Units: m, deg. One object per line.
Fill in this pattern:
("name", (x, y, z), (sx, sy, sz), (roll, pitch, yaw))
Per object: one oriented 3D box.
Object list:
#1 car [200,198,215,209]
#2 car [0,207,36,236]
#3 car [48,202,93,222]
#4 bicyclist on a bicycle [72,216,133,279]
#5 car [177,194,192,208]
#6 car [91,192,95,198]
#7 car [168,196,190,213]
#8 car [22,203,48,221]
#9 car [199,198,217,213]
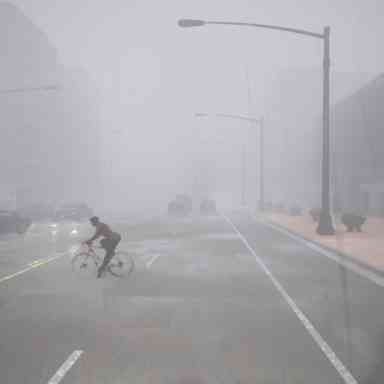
("car", (2.311, 1.647, 49.120), (2.128, 1.511, 4.902), (0, 0, 3))
("car", (-9.885, 1.597, 16.197), (1.895, 1.301, 4.718), (0, 0, 3))
("car", (-9.398, 1.566, 26.698), (1.812, 1.442, 4.674), (0, 0, 3))
("bicyclist on a bicycle", (-2.356, 1.452, 8.679), (1.656, 1.620, 0.582), (-2, 0, 3))
("car", (-1.224, 1.367, 48.548), (2.150, 2.045, 5.566), (0, 0, 3))
("car", (-25.657, 0.799, 82.982), (1.970, 1.475, 3.806), (0, 2, 3))
("car", (-1.673, 1.582, 38.503), (1.882, 1.535, 5.008), (0, 0, 3))
("car", (-12.793, 1.600, 27.188), (1.994, 1.385, 4.181), (0, 0, 3))
("car", (1.866, 1.606, 39.155), (2.128, 1.511, 4.902), (0, 0, 3))
